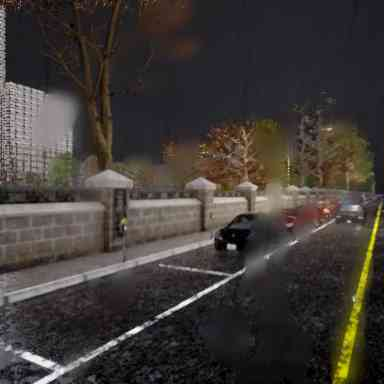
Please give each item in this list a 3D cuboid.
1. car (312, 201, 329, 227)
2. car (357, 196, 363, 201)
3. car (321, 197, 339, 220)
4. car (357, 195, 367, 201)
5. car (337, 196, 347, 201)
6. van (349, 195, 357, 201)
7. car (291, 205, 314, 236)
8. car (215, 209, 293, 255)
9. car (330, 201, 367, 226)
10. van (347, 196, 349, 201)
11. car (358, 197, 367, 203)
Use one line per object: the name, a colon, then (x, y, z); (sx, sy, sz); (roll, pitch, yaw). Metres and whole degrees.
car: (8.112, 1.575, 23.328); (1.887, 1.381, 4.507); (0, 0, 30)
car: (27.815, 1.758, 57.461); (1.947, 1.339, 4.313); (0, 0, 30)
car: (10.927, 1.492, 28.202); (1.967, 1.590, 4.097); (0, 0, 30)
car: (33.447, 1.558, 67.212); (2.192, 1.841, 5.009); (0, 0, 30)
car: (13.743, 1.390, 33.079); (2.192, 1.841, 5.009); (0, 0, 30)
van: (22.187, 1.486, 47.708); (1.690, 1.788, 3.998); (0, 0, 30)
car: (5.298, 1.595, 18.454); (1.802, 1.307, 4.206); (1, 0, 30)
car: (2.484, 1.564, 13.577); (1.947, 1.339, 4.313); (1, 0, 30)
car: (11.878, 1.608, 24.576); (2.033, 1.411, 5.357); (0, 0, 31)
van: (16.558, 1.439, 37.955); (1.690, 1.788, 3.998); (0, 0, 30)
car: (41.889, 1.909, 81.840); (1.802, 1.307, 4.206); (0, 0, 30)
